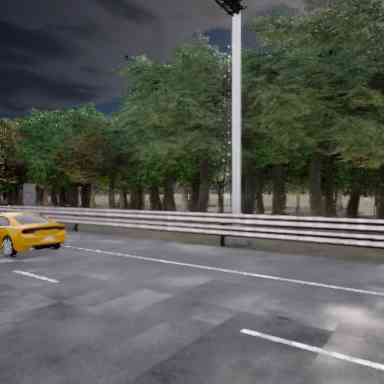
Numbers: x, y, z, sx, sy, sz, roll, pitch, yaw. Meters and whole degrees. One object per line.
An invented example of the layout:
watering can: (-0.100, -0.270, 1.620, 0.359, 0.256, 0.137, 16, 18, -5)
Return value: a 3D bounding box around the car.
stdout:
car: (-7.152, 1.549, 13.390, 5.008, 1.535, 1.882, 0, 0, 36)
